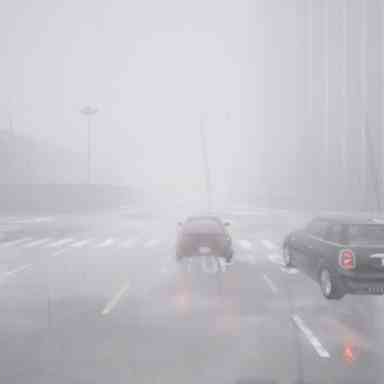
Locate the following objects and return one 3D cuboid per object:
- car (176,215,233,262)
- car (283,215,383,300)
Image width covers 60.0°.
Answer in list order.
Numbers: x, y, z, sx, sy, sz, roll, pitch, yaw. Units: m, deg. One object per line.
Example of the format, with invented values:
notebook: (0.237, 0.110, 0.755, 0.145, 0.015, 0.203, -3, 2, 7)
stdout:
car: (0.417, 1.544, 12.128, 1.812, 1.442, 4.674, 0, 0, 1)
car: (3.848, 1.377, 8.562, 2.097, 1.767, 4.553, 0, 0, 1)
